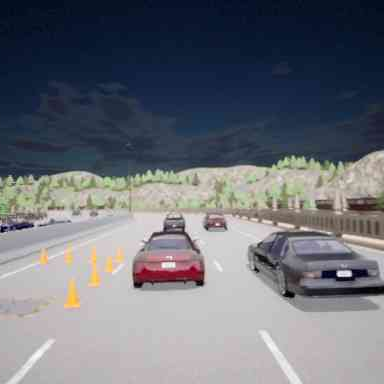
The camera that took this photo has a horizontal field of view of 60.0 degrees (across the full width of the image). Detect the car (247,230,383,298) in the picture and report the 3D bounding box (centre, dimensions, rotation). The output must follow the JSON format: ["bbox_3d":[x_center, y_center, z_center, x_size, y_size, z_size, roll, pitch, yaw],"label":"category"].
[{"bbox_3d":[2.879,1.755,9.029,2.033,1.411,5.357,-1,-2,-3],"label":"car"}]

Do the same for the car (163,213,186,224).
[{"bbox_3d":[-1.509,2.608,29.055,2.128,1.511,4.902,-1,-2,-3],"label":"car"}]

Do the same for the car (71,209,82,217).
[{"bbox_3d":[-25.082,4.543,72.461,2.097,1.767,4.553,0,-2,-19],"label":"car"}]

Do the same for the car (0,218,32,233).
[{"bbox_3d":[-15.729,3.049,29.344,1.895,1.301,4.718,-1,-2,-3],"label":"car"}]

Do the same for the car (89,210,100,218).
[{"bbox_3d":[-20.432,4.614,69.594,1.837,1.490,4.892,-1,-2,-16],"label":"car"}]

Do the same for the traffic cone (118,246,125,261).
[{"bbox_3d":[-2.922,2.472,13.424,0.340,0.580,0.340,-1,-2,-3],"label":"traffic cone"}]

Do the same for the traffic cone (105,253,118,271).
[{"bbox_3d":[-2.834,2.390,11.427,0.340,0.580,0.340,-1,-2,-3],"label":"traffic cone"}]

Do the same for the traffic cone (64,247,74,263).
[{"bbox_3d":[-4.920,2.514,13.334,0.340,0.580,0.340,-1,-2,-3],"label":"traffic cone"}]

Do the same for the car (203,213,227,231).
[{"bbox_3d":[1.981,2.578,29.385,1.812,1.442,4.674,-1,-2,-3],"label":"car"}]

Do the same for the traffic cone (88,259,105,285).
[{"bbox_3d":[-2.746,2.307,9.431,0.340,0.580,0.340,-1,-2,-3],"label":"traffic cone"}]

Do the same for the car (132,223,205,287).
[{"bbox_3d":[-0.685,1.910,10.446,1.994,1.385,4.181,-1,-2,-3],"label":"car"}]

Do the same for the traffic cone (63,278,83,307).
[{"bbox_3d":[-2.658,2.224,7.435,0.340,0.580,0.340,-1,-2,-3],"label":"traffic cone"}]

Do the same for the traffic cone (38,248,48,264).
[{"bbox_3d":[-5.919,2.534,13.289,0.340,0.580,0.340,-1,-2,-3],"label":"traffic cone"}]

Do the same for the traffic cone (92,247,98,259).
[{"bbox_3d":[-3.921,2.493,13.379,0.340,0.580,0.340,-1,-2,-3],"label":"traffic cone"}]

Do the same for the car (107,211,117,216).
[{"bbox_3d":[-16.989,4.667,70.307,1.895,1.301,4.718,-1,-2,-16],"label":"car"}]

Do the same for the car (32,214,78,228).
[{"bbox_3d":[-12.258,3.001,30.081,1.895,1.301,4.718,-1,-2,-3],"label":"car"}]
